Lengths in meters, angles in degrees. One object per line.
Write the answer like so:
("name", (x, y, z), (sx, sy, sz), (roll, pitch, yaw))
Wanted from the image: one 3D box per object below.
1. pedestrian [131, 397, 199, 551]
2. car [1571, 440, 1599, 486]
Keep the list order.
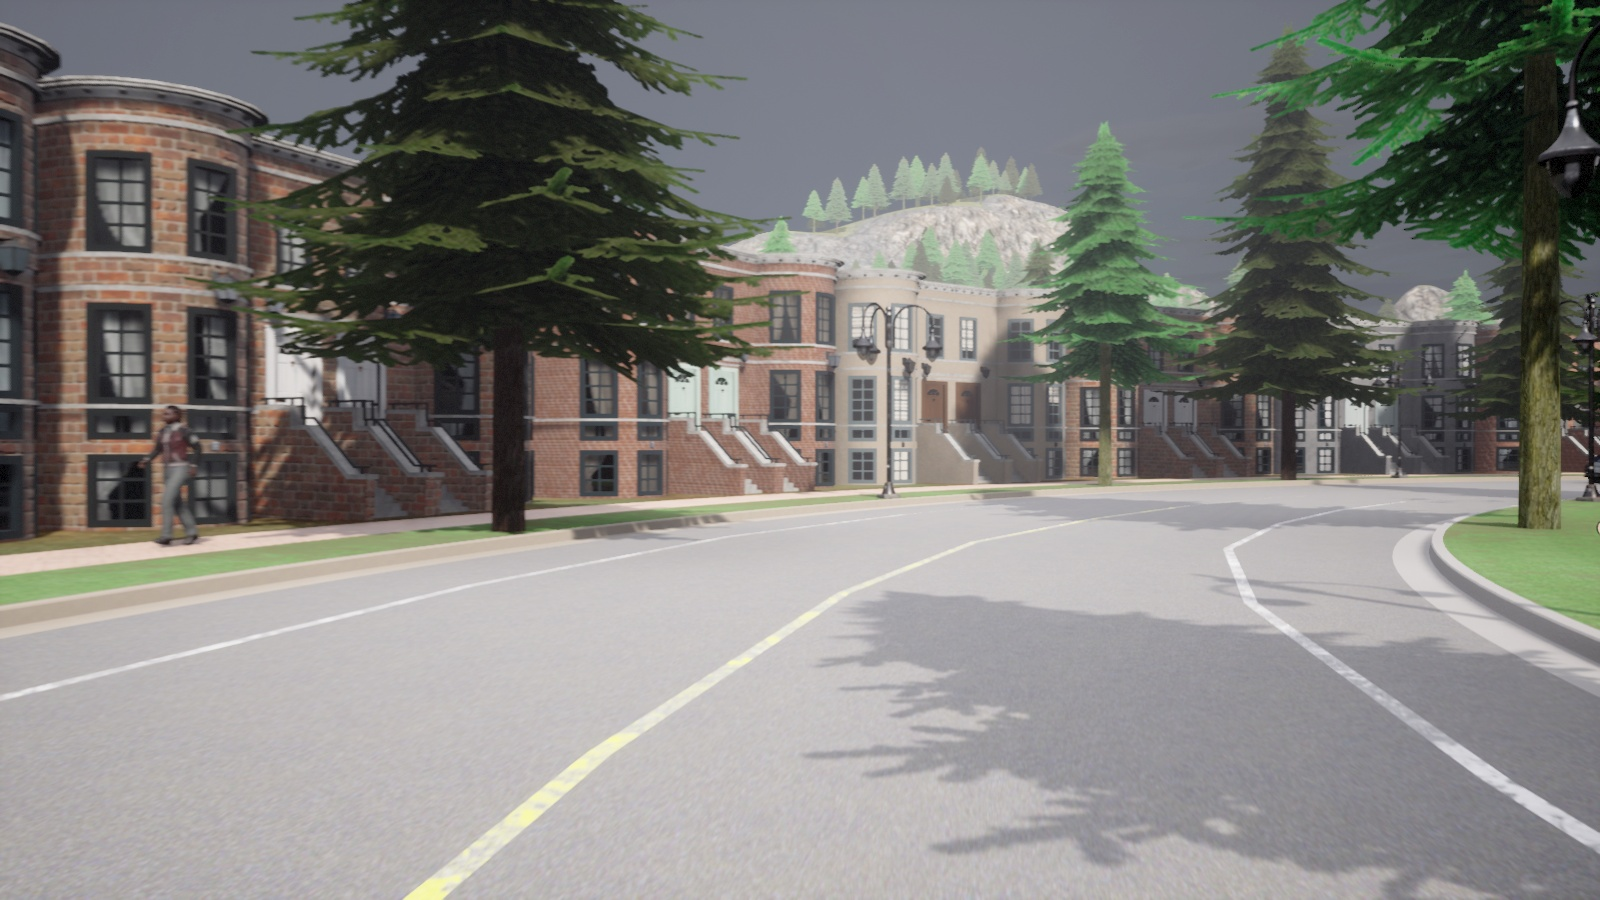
("pedestrian", (-8.122, 0.298, 16.076), (0.402, 1.930, 0.666), (0, 0, 25))
("car", (31.049, 0.470, 46.220), (4.856, 1.649, 2.033), (0, 0, -21))
